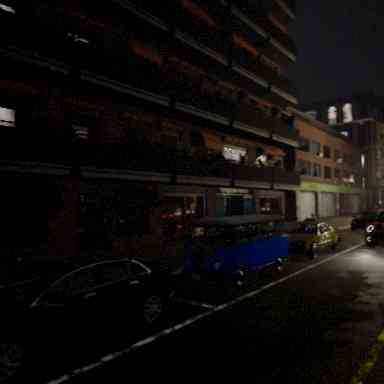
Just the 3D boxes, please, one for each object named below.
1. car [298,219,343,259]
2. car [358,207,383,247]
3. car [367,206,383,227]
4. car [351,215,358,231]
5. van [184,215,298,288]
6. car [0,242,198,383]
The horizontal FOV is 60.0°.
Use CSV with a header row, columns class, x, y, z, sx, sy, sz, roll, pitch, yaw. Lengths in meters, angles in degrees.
class,x,y,z,sx,sy,sz,roll,pitch,yaw
car,4.928,1.831,14.071,1.752,1.417,4.829,-2,-1,40
car,9.609,1.580,15.491,2.097,1.767,4.553,-3,-2,40
car,15.677,1.936,26.863,1.752,1.417,4.829,-2,-1,40
car,12.203,1.927,22.727,2.008,1.369,4.403,-2,-1,40
van,1.451,1.612,9.941,1.690,1.788,3.998,-2,-1,40
car,-2.130,1.787,5.672,2.008,1.369,4.403,-2,-1,40
